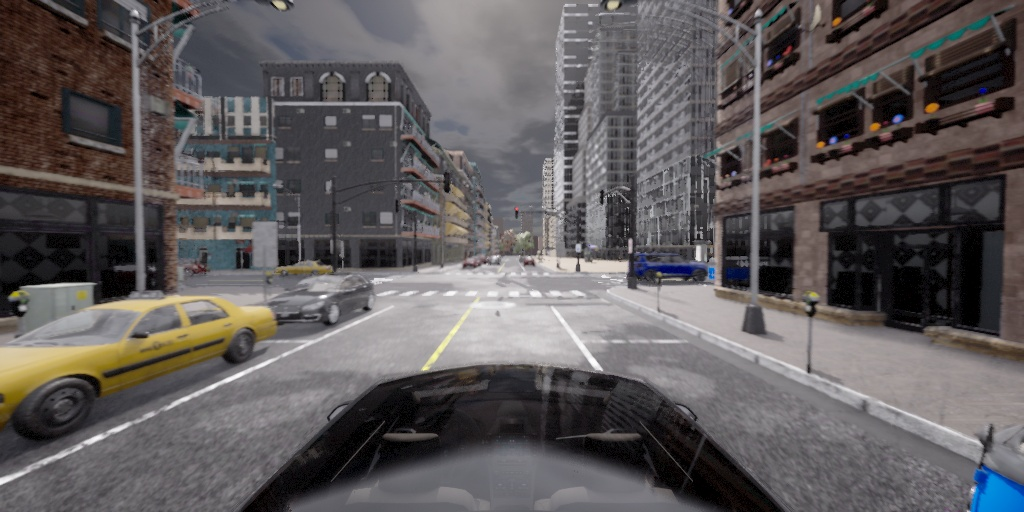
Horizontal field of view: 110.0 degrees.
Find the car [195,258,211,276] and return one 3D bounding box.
[{"bbox_3d":[-28.777,0.969,31.161,4.097,1.591,1.967,0,0,0],"label":"car"}]

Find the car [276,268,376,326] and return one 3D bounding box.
[{"bbox_3d":[-5.690,1.227,11.194,2.007,1.370,4.403,0,0,0],"label":"car"}]

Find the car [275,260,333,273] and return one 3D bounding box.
[{"bbox_3d":[-17.879,1.027,31.178,4.829,1.417,1.751,0,0,0],"label":"car"}]

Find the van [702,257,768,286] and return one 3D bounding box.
[{"bbox_3d":[14.692,0.958,22.848,3.998,1.789,1.690,0,0,0],"label":"van"}]

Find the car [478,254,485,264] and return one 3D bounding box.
[{"bbox_3d":[-5.685,0.790,54.908,1.967,1.591,4.097,0,0,0],"label":"car"}]

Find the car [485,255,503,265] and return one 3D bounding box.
[{"bbox_3d":[-3.022,0.802,60.517,2.128,1.511,4.902,0,0,1],"label":"car"}]

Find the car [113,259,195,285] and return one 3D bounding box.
[{"bbox_3d":[-23.231,1.143,22.791,4.097,1.591,1.967,0,0,0],"label":"car"}]

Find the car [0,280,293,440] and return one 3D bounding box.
[{"bbox_3d":[-5.690,1.246,5.360,1.751,1.417,4.829,0,0,0],"label":"car"}]

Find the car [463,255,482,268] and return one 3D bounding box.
[{"bbox_3d":[-5.686,0.936,49.259,1.888,1.381,4.507,0,0,0],"label":"car"}]

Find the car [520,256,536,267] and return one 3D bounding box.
[{"bbox_3d":[2.662,0.895,54.965,1.888,1.381,4.507,0,0,0],"label":"car"}]

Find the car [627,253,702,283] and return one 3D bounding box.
[{"bbox_3d":[11.073,0.806,25.510,5.566,2.045,2.150,0,1,0],"label":"car"}]
